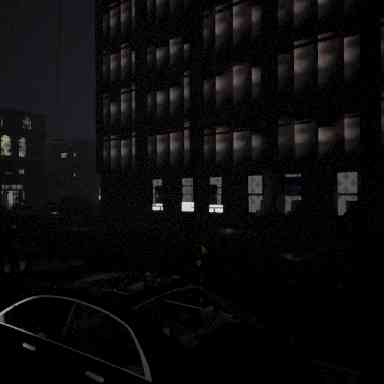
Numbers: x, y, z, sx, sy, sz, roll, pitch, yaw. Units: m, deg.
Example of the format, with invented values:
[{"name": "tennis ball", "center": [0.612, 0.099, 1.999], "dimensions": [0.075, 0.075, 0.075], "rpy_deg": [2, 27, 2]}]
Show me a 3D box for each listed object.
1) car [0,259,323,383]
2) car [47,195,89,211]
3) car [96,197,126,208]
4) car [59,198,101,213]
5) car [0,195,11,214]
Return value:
[{"name": "car", "center": [-0.955, 1.551, 3.557], "dimensions": [4.403, 1.369, 2.008], "rpy_deg": [0, 0, 35]}, {"name": "car", "center": [-15.581, 1.366, 42.470], "dimensions": [2.150, 2.045, 5.566], "rpy_deg": [0, -1, 37]}, {"name": "car", "center": [-12.416, 1.643, 51.170], "dimensions": [1.967, 1.590, 4.097], "rpy_deg": [-1, -1, 36]}, {"name": "car", "center": [-12.190, 1.684, 37.264], "dimensions": [1.802, 1.307, 4.206], "rpy_deg": [-1, -1, 36]}, {"name": "car", "center": [-21.696, 1.315, 34.166], "dimensions": [2.150, 2.045, 5.566], "rpy_deg": [0, -1, 36]}]
